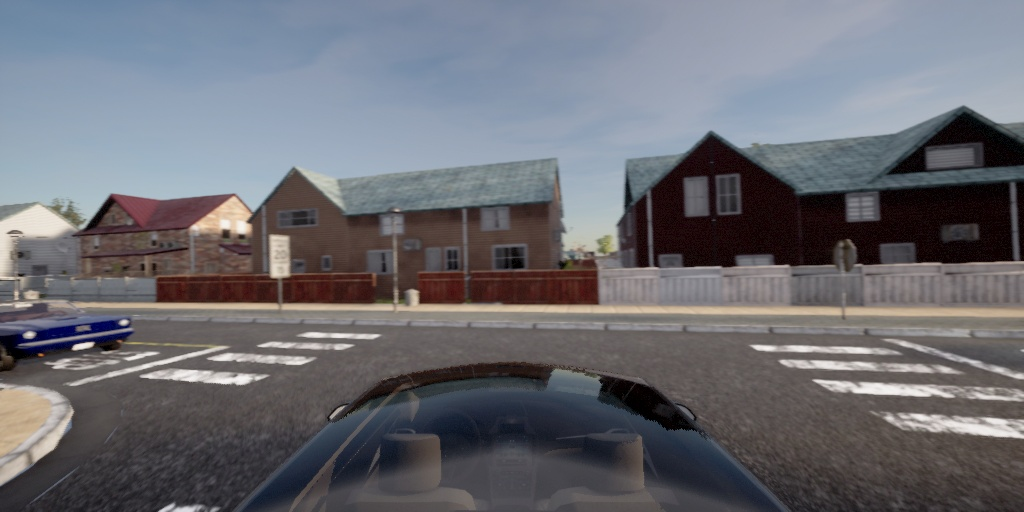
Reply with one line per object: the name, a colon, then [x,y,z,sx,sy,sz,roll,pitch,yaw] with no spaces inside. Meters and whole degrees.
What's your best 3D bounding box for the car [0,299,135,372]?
car: [-11.466,1.705,8.368,4.718,1.301,1.895,-1,-1,15]
